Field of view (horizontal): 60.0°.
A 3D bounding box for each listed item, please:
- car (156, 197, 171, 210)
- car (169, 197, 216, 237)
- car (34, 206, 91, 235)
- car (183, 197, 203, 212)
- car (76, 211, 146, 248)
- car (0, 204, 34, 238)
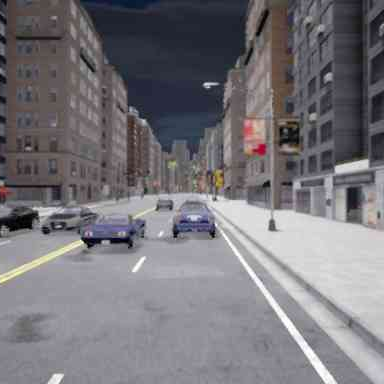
[{"bbox_3d":[-3.132,1.333,39.441,2.128,1.511,4.902,0,0,0],"label":"car"},{"bbox_3d":[0.107,1.291,17.877,2.097,1.767,4.553,0,0,0],"label":"car"},{"bbox_3d":[-6.583,1.501,18.354,1.994,1.385,4.181,0,0,0],"label":"car"},{"bbox_3d":[0.117,1.342,37.797,2.128,1.511,4.902,0,0,0],"label":"car"},{"bbox_3d":[-3.151,1.553,14.410,1.895,1.301,4.718,0,0,0],"label":"car"},{"bbox_3d":[-9.835,1.418,17.440,1.882,1.535,5.008,0,0,0],"label":"car"}]
